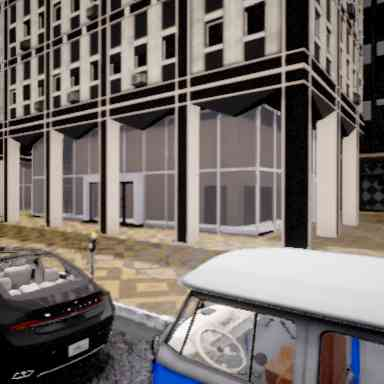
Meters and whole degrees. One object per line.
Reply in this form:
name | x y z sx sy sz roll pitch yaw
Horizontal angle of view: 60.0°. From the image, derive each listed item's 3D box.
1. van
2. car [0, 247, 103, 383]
van | 1.529 1.342 1.784 3.998 1.788 1.690 0 0 36
car | -3.069 1.527 5.065 4.403 1.369 2.008 0 0 36
